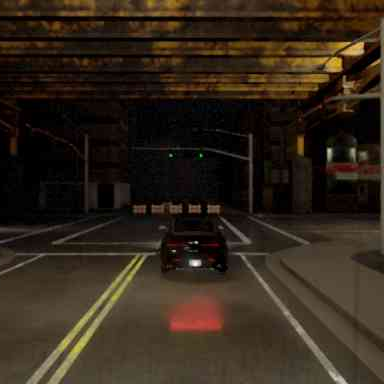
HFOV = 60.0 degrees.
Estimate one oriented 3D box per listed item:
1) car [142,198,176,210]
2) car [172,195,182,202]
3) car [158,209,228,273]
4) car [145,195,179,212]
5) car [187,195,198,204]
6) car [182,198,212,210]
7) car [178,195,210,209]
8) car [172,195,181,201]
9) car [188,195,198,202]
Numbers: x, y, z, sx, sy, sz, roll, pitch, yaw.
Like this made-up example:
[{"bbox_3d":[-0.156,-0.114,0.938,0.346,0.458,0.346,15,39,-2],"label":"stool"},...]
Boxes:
[{"bbox_3d":[-3.630,1.274,37.617,1.853,1.218,4.536,0,0,25],"label":"car"},{"bbox_3d":[-3.296,1.412,72.381,2.038,1.542,4.974,0,0,0],"label":"car"},{"bbox_3d":[-0.007,1.499,10.612,1.837,1.490,4.892,0,0,-2],"label":"car"},{"bbox_3d":[-3.651,1.431,37.570,2.038,1.542,4.974,0,0,25],"label":"car"},{"bbox_3d":[0.136,1.417,63.859,2.038,1.542,4.974,0,0,0],"label":"car"},{"bbox_3d":[0.491,1.274,37.311,1.853,1.218,4.536,0,0,-20],"label":"car"},{"bbox_3d":[0.509,1.432,37.263,2.038,1.542,4.974,0,0,-20],"label":"car"},{"bbox_3d":[-3.297,1.254,72.432,1.853,1.218,4.536,0,0,0],"label":"car"},{"bbox_3d":[0.136,1.259,63.911,1.853,1.218,4.536,0,0,0],"label":"car"}]
